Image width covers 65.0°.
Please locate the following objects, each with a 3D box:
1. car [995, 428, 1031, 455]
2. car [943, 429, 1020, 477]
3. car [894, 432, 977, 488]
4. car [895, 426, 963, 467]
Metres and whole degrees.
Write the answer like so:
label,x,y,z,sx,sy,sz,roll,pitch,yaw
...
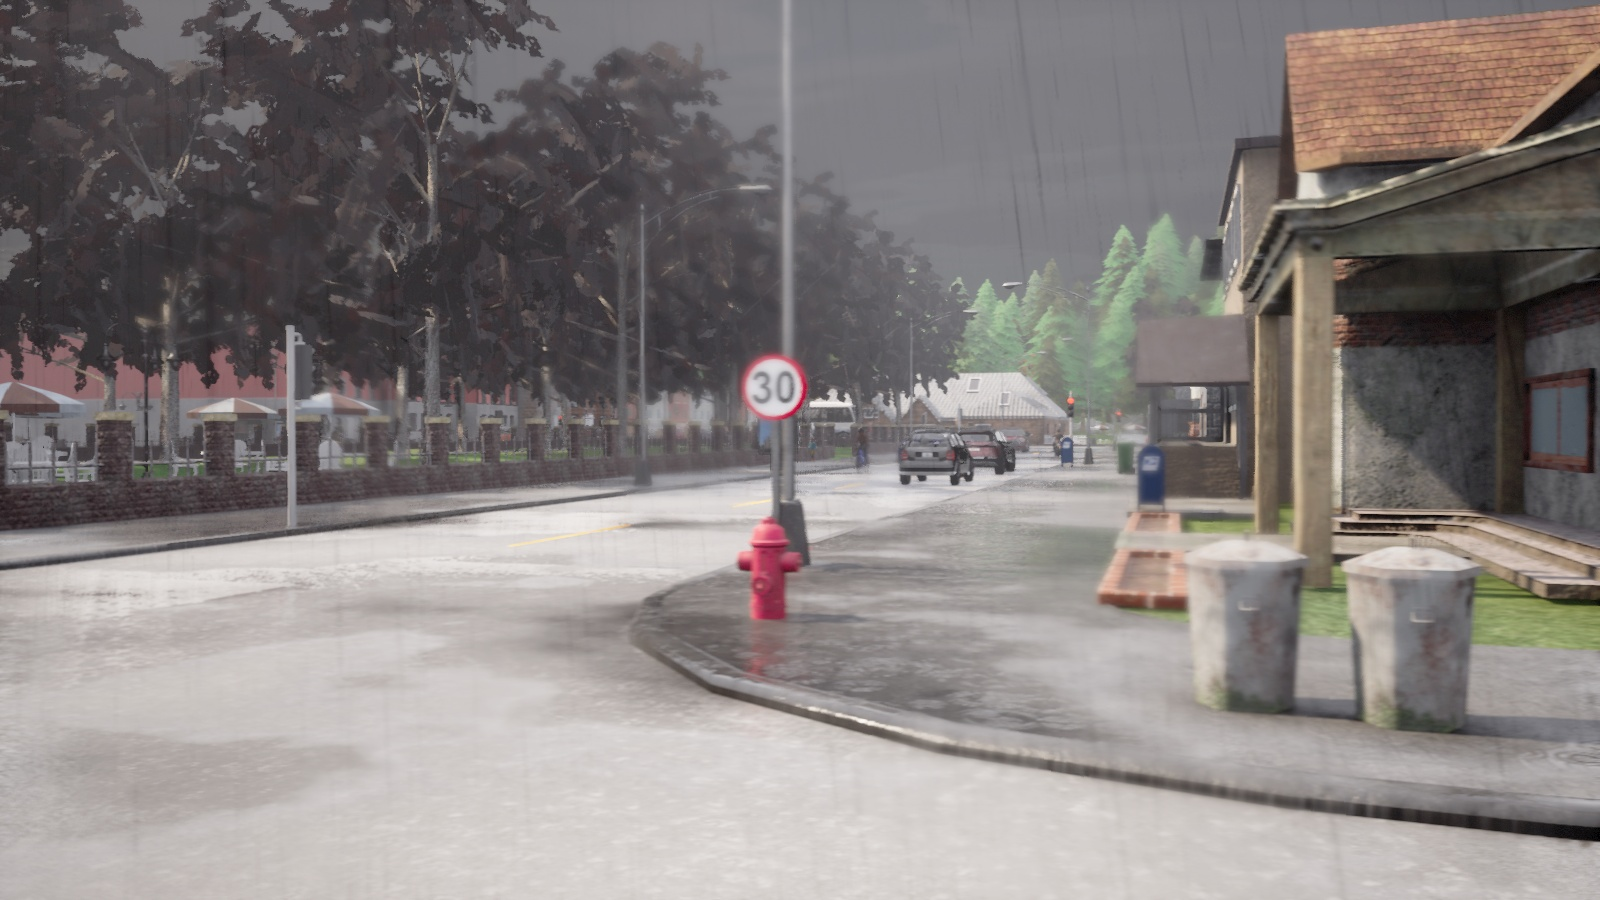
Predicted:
label,x,y,z,sx,sy,sz,roll,pitch,yaw
car,14.735,-0.615,86.678,2.097,1.767,4.553,1,1,14
car,6.648,0.066,45.628,2.033,1.649,4.856,1,1,17
car,4.043,0.239,36.955,1.789,1.549,3.705,1,1,17
car,5.926,-0.191,57.108,2.097,1.767,4.553,1,1,19
